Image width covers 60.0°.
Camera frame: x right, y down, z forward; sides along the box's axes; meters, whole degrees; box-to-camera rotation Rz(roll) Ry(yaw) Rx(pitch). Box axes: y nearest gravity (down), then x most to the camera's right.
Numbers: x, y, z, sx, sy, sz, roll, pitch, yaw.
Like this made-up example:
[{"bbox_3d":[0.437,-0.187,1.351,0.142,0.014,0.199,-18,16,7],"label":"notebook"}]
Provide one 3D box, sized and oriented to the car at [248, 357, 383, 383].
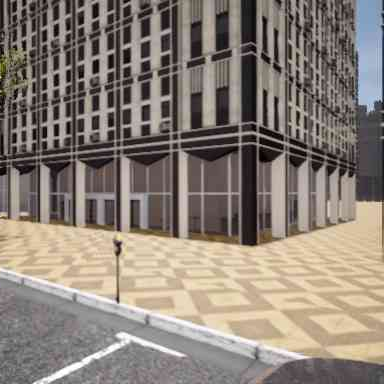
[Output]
[{"bbox_3d":[2.131,1.558,1.365,4.403,1.369,2.008,0,0,35],"label":"car"}]
